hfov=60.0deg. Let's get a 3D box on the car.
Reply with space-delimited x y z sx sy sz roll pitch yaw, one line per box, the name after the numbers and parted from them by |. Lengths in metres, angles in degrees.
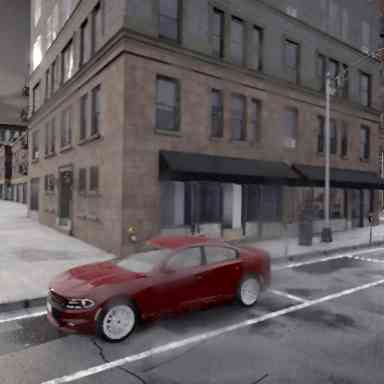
-0.382 1.568 6.482 4.507 1.381 1.887 0 0 -35 | car
